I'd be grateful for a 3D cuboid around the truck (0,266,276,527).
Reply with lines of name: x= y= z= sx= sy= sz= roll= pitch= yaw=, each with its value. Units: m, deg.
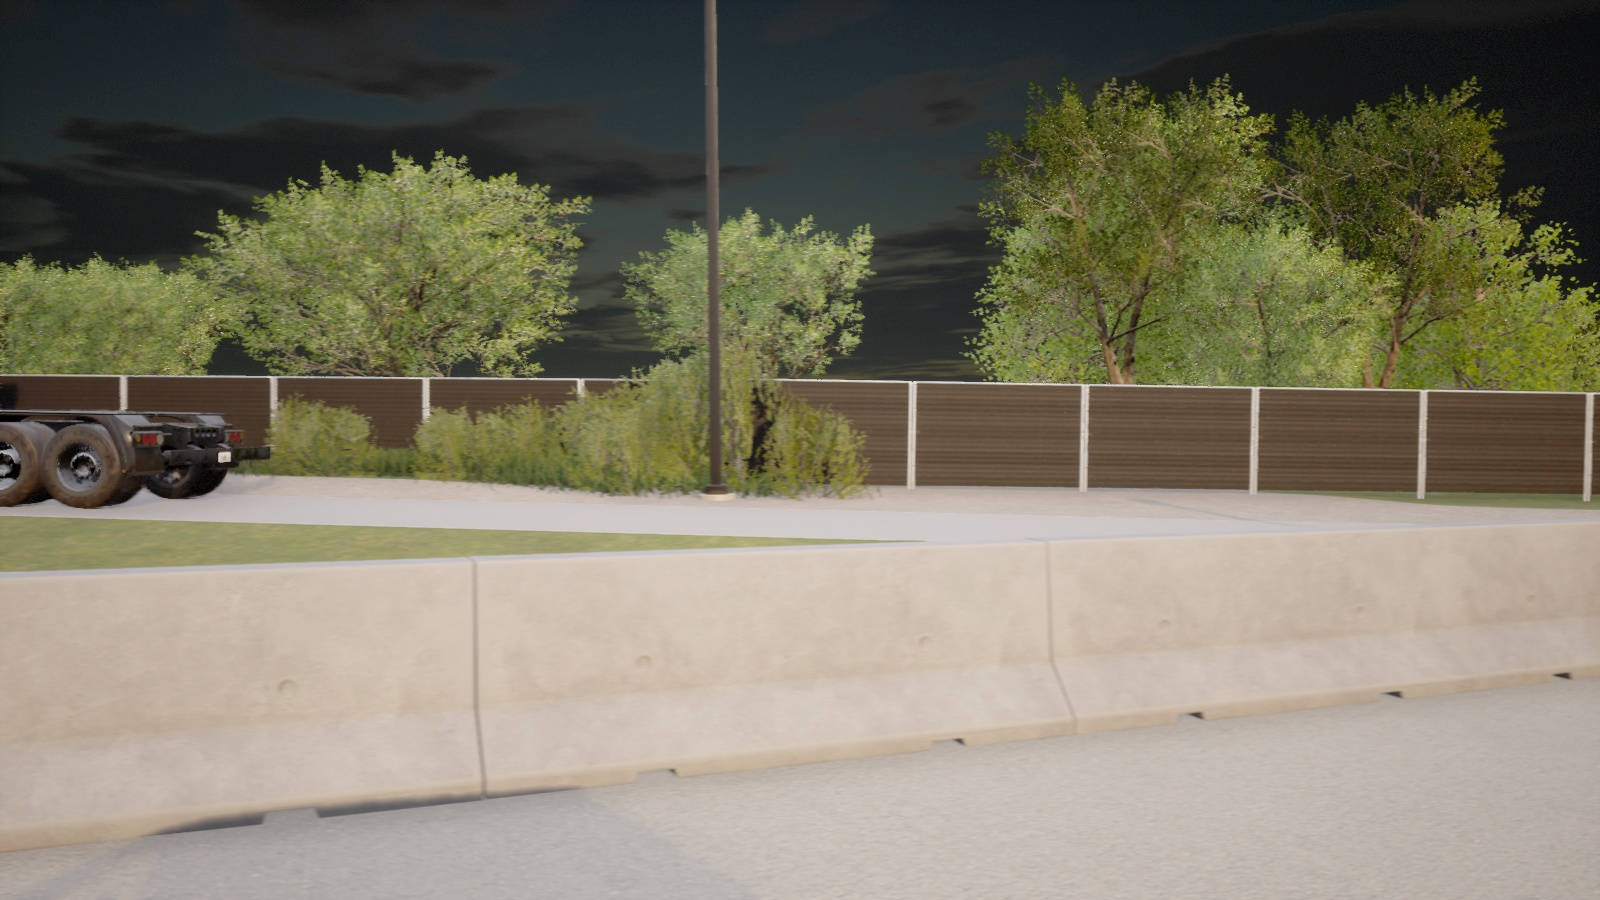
truck: x=-12.294 y=-0.751 z=18.547 sx=7.936 sy=3.462 sz=2.891 roll=0 pitch=2 yaw=6
